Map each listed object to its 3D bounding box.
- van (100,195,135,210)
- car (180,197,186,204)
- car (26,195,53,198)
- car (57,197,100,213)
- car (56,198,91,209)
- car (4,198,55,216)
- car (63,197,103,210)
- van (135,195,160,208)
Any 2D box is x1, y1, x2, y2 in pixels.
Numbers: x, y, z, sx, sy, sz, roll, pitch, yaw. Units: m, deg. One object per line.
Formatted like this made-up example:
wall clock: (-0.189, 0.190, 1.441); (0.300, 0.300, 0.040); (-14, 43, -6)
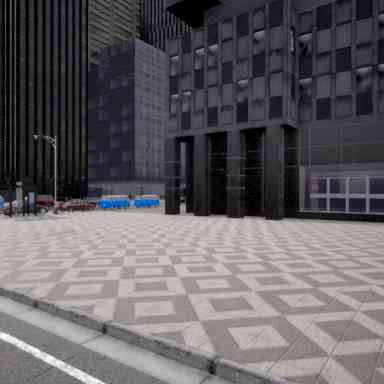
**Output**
van: (-9.420, 1.331, 41.174); (1.690, 1.788, 3.998); (0, 0, 35)
car: (0.454, 1.568, 55.052); (1.802, 1.307, 4.206); (0, 0, 35)
car: (-19.658, 1.284, 41.488); (2.192, 1.841, 5.009); (0, 0, 35)
car: (-12.712, 1.575, 36.548); (1.802, 1.307, 4.206); (0, 0, 35)
car: (-16.367, 1.548, 46.115); (1.802, 1.307, 4.206); (0, 0, 35)
car: (-16.004, 1.548, 31.922); (2.008, 1.369, 4.403); (0, 0, 35)
car: (-14.411, 1.478, 44.268); (1.837, 1.490, 4.892); (0, 0, 35)
van: (-6.129, 1.329, 45.799); (1.690, 1.788, 3.998); (0, 0, 35)
